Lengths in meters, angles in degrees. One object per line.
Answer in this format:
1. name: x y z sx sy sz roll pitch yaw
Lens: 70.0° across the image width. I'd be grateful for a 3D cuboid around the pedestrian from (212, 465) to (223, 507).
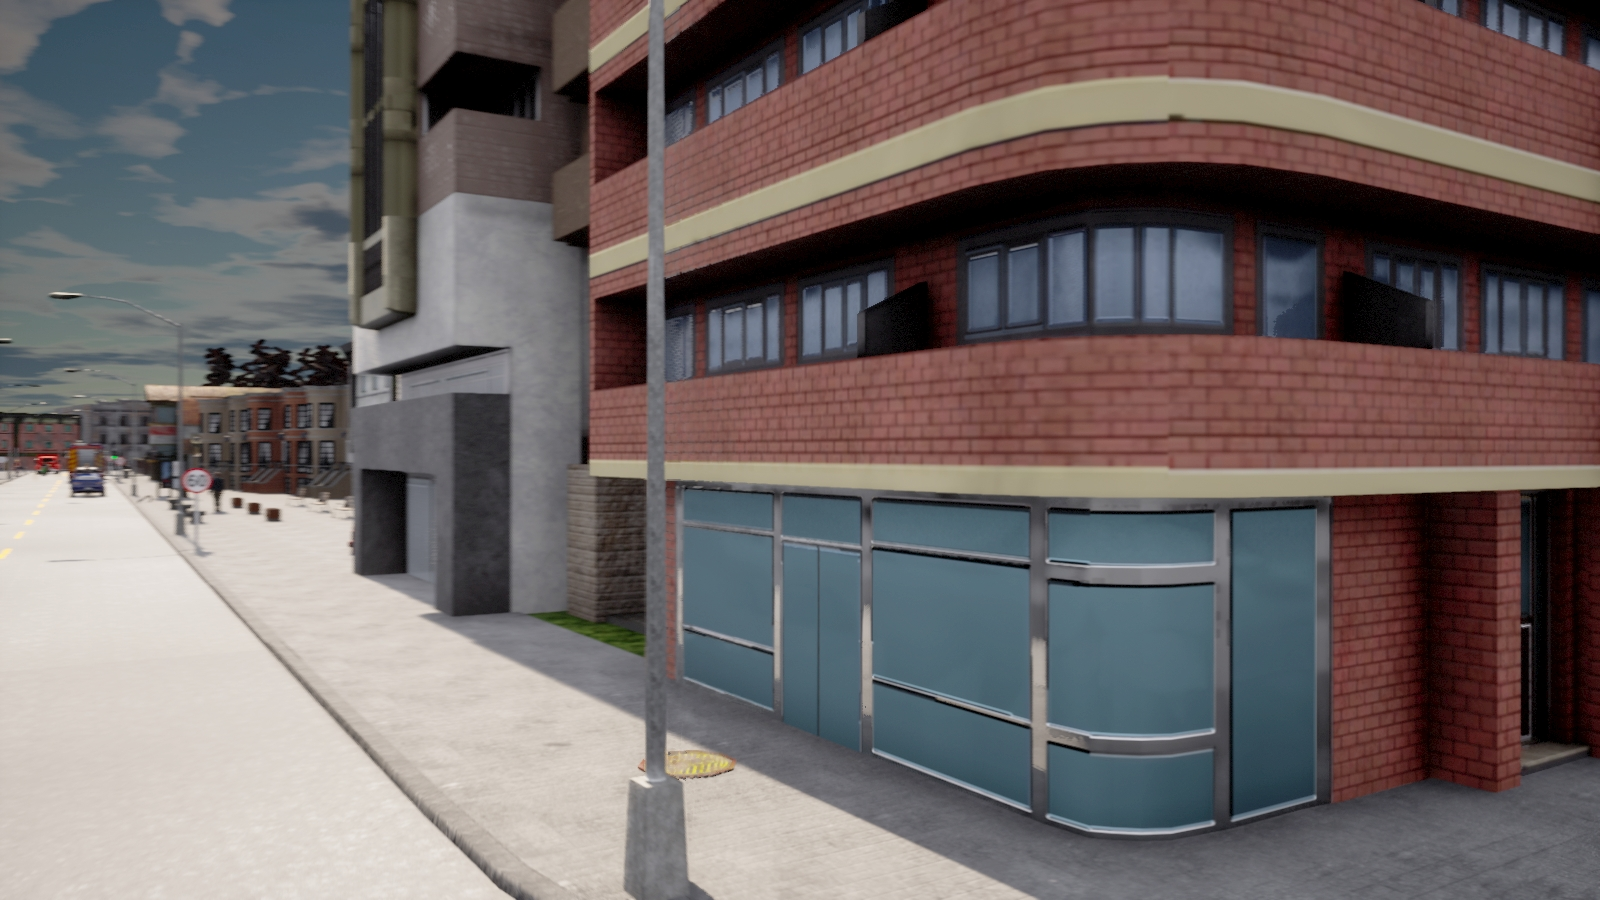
1. pedestrian: -25.828 1.605 50.637 0.375 1.860 0.375 0 0 -35
